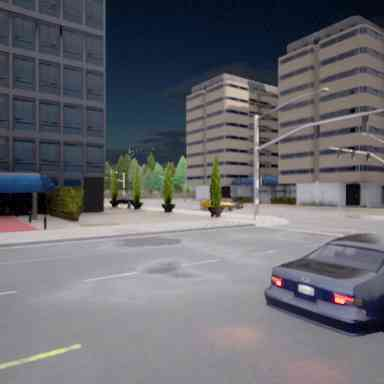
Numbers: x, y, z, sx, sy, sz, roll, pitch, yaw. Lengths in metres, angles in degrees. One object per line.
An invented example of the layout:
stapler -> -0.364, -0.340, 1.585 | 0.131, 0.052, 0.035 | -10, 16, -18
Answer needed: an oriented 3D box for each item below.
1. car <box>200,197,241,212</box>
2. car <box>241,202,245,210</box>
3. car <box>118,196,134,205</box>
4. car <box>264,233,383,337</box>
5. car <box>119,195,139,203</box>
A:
car -> 2.910, 1.455, 38.348 | 1.882, 1.535, 5.008 | 0, 0, -35
car -> 4.519, 1.478, 42.152 | 1.837, 1.490, 4.892 | 0, 0, -35
car -> -11.281, 1.578, 58.658 | 1.895, 1.301, 4.718 | 0, 0, -35
car -> 3.799, 1.541, 6.534 | 5.357, 1.411, 2.033 | 0, 0, -35
car -> -12.842, 1.466, 67.102 | 2.128, 1.511, 4.902 | 0, 0, -35
